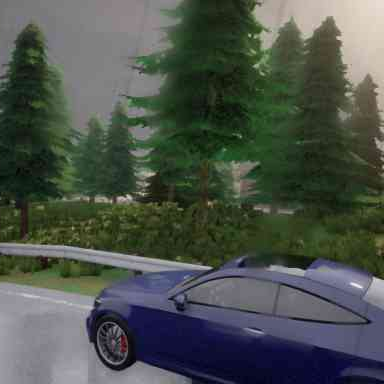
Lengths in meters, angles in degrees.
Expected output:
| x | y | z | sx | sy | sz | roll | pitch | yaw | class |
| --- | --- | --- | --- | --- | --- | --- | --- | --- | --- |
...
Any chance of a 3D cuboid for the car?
| x | y | z | sx | sy | sz | roll | pitch | yaw | class |
| --- | --- | --- | --- | --- | --- | --- | --- | --- | --- |
| 0.804 | 1.499 | 4.066 | 4.674 | 1.442 | 1.812 | 1 | 1 | 31 | car |
